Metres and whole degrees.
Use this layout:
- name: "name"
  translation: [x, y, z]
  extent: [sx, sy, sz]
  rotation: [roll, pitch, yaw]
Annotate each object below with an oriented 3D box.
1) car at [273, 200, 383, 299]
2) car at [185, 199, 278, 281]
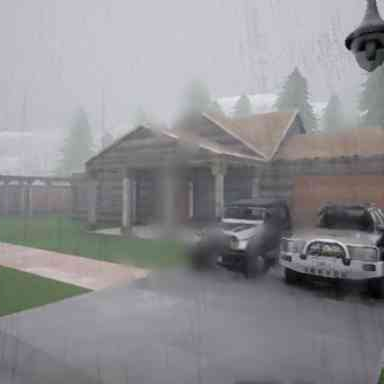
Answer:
- name: "car"
  translation: [3.868, 1.166, 8.280]
  extent: [1.932, 1.855, 4.605]
  rotation: [0, 0, 35]
- name: "car"
  translation: [1.591, 1.158, 9.415]
  extent: [1.905, 1.878, 3.866]
  rotation: [0, 0, 35]
